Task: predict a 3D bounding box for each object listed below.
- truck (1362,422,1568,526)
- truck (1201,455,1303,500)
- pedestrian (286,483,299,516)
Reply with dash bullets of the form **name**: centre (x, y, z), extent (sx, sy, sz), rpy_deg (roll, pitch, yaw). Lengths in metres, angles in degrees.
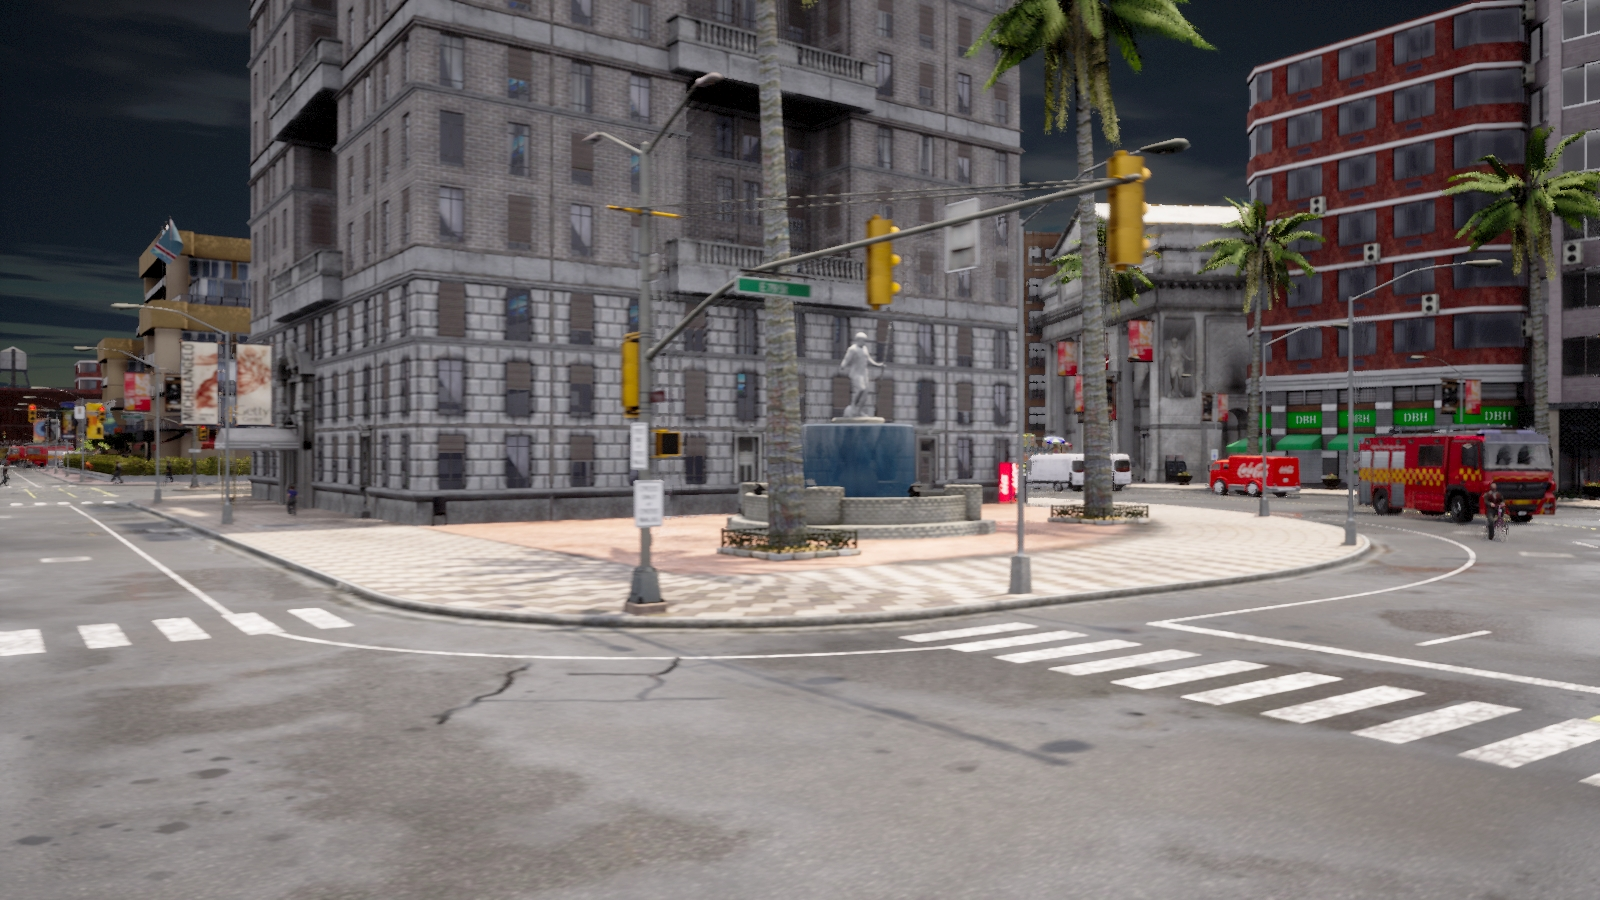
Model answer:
- **truck**: centre (26.583, 0.888, 46.330), extent (2.891, 3.827, 8.468), rpy_deg (0, 0, -5)
- **truck**: centre (27.202, 1.585, 68.941), extent (2.627, 2.467, 5.204), rpy_deg (0, 1, -27)
- **pedestrian**: centre (-20.407, 1.976, 45.936), extent (0.375, 1.300, 0.375), rpy_deg (0, 0, -43)
